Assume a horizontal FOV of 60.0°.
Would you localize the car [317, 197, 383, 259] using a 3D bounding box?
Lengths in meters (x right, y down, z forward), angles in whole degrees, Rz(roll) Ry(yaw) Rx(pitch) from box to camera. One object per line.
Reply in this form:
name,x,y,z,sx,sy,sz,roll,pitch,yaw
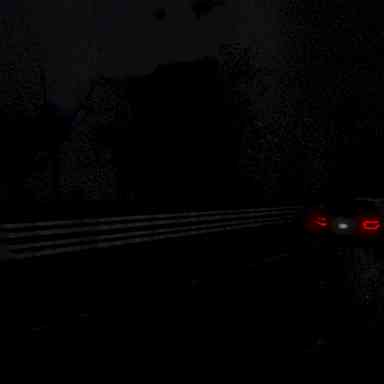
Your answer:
car,6.824,1.224,13.027,2.150,2.045,5.566,1,1,42
